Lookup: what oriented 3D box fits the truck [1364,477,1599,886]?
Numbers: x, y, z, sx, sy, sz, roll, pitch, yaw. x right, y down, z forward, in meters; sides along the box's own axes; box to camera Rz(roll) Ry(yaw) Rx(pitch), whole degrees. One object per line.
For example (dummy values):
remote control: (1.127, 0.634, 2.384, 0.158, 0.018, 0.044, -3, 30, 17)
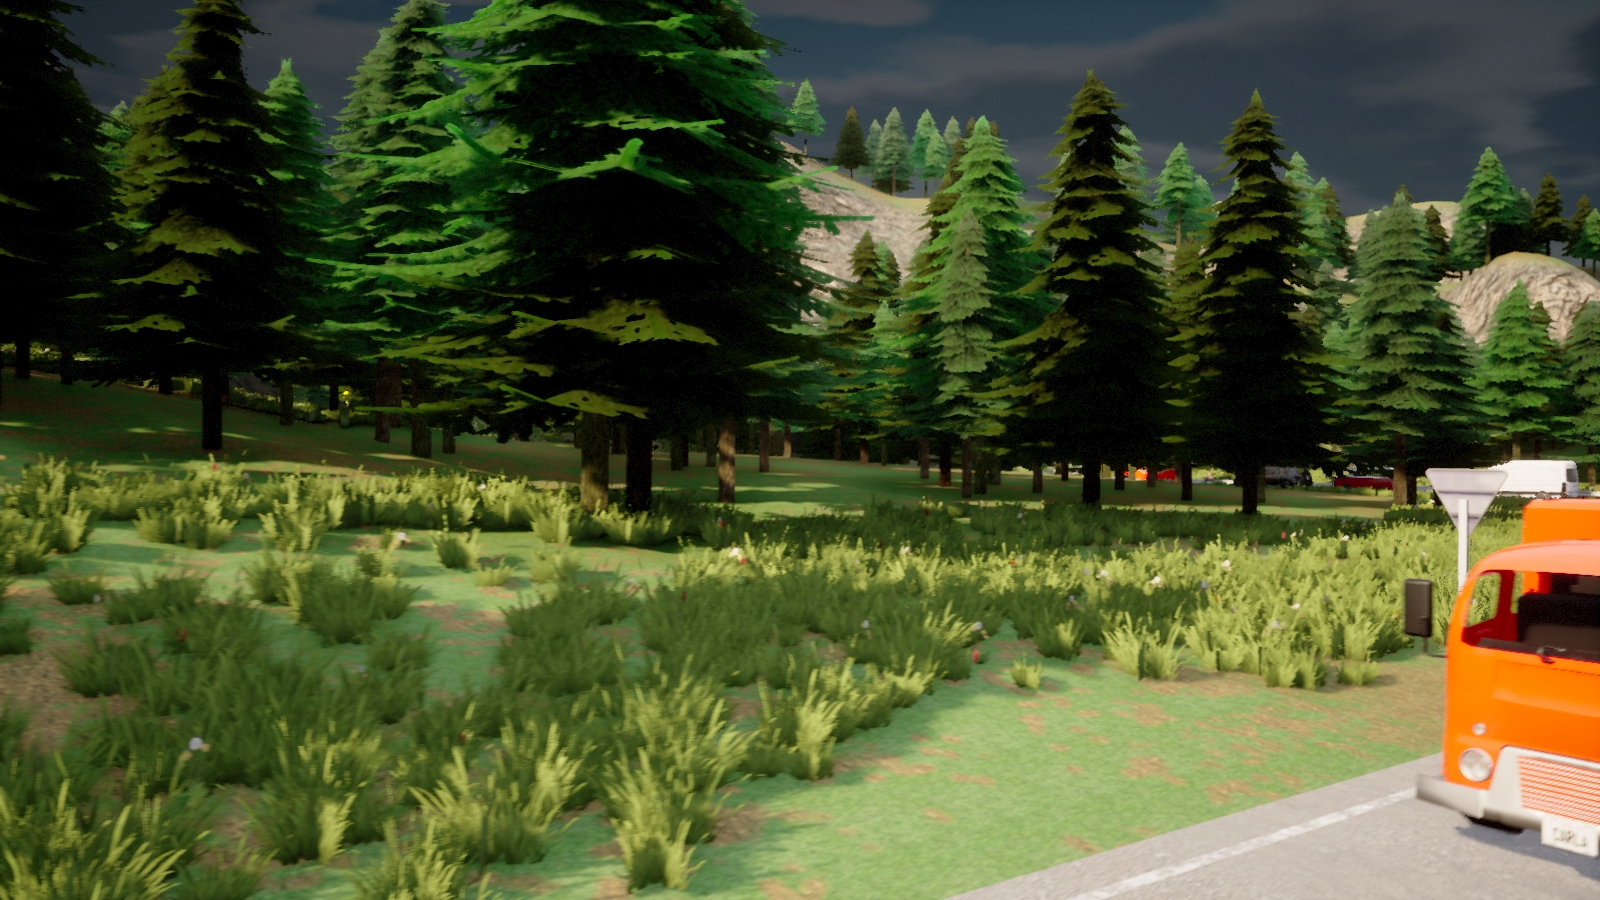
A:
truck: (6.945, 1.463, 8.633, 5.204, 2.467, 2.627, 1, -1, -35)
